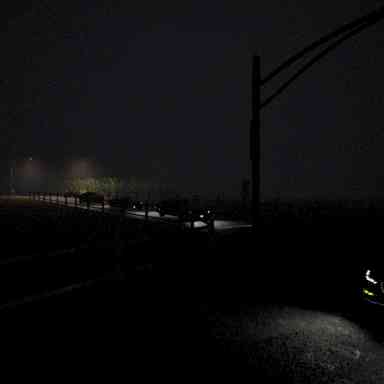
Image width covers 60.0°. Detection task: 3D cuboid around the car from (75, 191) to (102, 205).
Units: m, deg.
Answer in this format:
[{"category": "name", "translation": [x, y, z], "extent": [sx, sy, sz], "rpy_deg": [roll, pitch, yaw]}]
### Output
[{"category": "car", "translation": [-12.453, 0.743, 41.068], "extent": [1.882, 1.535, 5.008], "rpy_deg": [0, 1, -35]}]

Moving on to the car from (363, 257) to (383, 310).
[{"category": "car", "translation": [5.422, 1.489, 6.774], "extent": [4.892, 1.490, 1.837], "rpy_deg": [-1, 1, -35]}]

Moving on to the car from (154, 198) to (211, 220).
[{"category": "car", "translation": [-0.855, 1.180, 24.361], "extent": [2.033, 1.411, 5.357], "rpy_deg": [0, 1, -35]}]

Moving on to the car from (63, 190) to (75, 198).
[{"category": "car", "translation": [-22.525, 0.355, 62.016], "extent": [1.882, 1.535, 5.008], "rpy_deg": [0, 1, -35]}]

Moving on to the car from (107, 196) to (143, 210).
[{"category": "car", "translation": [-6.591, 1.051, 32.613], "extent": [1.895, 1.301, 4.718], "rpy_deg": [0, 1, -35]}]
